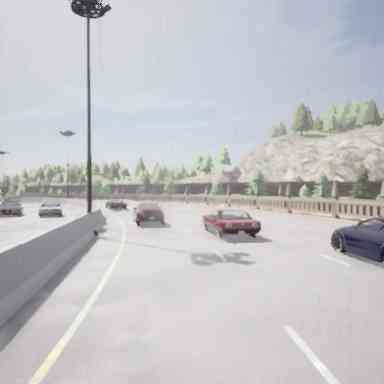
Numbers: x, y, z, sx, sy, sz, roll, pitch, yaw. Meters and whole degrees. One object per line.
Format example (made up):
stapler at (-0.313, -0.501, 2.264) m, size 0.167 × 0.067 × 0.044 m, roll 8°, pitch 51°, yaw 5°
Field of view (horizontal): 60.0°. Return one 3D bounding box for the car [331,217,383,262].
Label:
car at (6.258, 1.493, 10.647) m, size 1.994 × 1.385 × 4.181 m, roll 0°, pitch 0°, yaw -6°

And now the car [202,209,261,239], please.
car at (1.839, 1.524, 17.084) m, size 1.895 × 1.301 × 4.718 m, roll 0°, pitch 0°, yaw -10°

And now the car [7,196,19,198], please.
car at (-34.402, 1.482, 64.254) m, size 1.837 × 1.490 × 4.892 m, roll -1°, pitch 1°, yaw -45°

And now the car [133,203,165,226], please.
car at (-3.036, 1.453, 22.951) m, size 1.812 × 1.442 × 4.674 m, roll 0°, pitch 0°, yaw -14°

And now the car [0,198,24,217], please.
car at (-16.553, 1.556, 30.311) m, size 1.994 × 1.385 × 4.181 m, roll 0°, pitch 0°, yaw -22°

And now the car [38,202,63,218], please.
car at (-12.668, 1.566, 30.001) m, size 1.895 × 1.301 × 4.718 m, roll 0°, pitch 0°, yaw -20°

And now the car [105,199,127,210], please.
car at (-9.406, 1.498, 40.862) m, size 1.895 × 1.301 × 4.718 m, roll -1°, pitch 0°, yaw -25°
